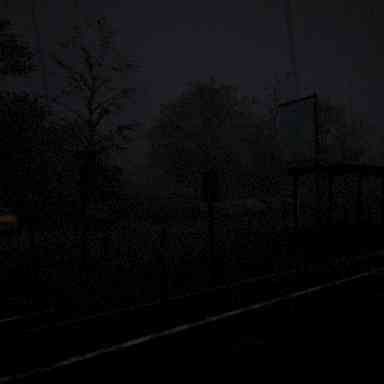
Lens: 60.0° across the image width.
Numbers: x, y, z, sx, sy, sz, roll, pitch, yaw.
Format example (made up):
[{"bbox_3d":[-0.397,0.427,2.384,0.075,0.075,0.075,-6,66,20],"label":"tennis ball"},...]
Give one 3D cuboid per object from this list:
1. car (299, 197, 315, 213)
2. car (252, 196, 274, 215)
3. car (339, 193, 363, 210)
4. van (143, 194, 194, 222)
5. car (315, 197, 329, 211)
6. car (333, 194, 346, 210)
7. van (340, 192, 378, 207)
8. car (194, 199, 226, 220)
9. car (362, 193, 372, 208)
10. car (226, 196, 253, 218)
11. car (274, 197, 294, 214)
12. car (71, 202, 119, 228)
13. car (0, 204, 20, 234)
[{"bbox_3d":[9.248,1.269,33.323,2.097,1.535,5.008,-1,0,-36],"label":"car"},{"bbox_3d":[4.738,1.353,30.087,2.002,1.452,4.674,-1,0,-36],"label":"car"},{"bbox_3d":[16.130,1.203,38.009,1.946,1.575,5.366,-1,0,-36],"label":"car"},{"bbox_3d":[-2.106,1.154,25.338,1.878,1.987,4.442,-1,0,-36],"label":"van"},{"bbox_3d":[11.512,1.249,34.927,2.231,1.521,4.892,-1,0,-36],"label":"car"},{"bbox_3d":[13.749,1.256,36.570,2.163,1.488,4.792,-1,0,-36],"label":"car"},{"bbox_3d":[20.604,0.939,41.293,1.878,1.987,4.442,-1,0,-36],"label":"van"},{"bbox_3d":[0.222,1.397,26.856,2.002,1.452,4.674,-1,0,-36],"label":"car"},{"bbox_3d":[18.264,1.215,39.800,2.163,1.488,4.792,-1,0,-36],"label":"car"},{"bbox_3d":[2.482,1.334,28.470,2.097,1.535,5.008,-1,0,-36],"label":"car"},{"bbox_3d":[6.975,1.165,31.728,2.185,1.767,4.553,-1,0,-36],"label":"car"},{"bbox_3d":[-6.534,1.454,21.992,2.163,1.488,4.792,-1,0,-36],"label":"car"},{"bbox_3d":[-10.959,1.467,18.635,1.946,1.575,5.366,-1,0,-36],"label":"car"}]
